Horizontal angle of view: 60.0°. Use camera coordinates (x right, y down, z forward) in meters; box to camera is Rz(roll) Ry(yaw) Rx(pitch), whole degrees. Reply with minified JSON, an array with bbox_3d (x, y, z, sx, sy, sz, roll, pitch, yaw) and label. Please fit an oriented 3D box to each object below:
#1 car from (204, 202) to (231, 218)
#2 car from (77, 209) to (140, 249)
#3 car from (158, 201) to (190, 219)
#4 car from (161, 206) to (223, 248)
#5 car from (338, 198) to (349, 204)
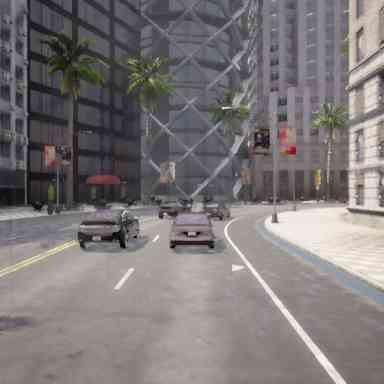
[{"bbox_3d":[1.936,1.534,27.824,1.812,1.442,4.674,0,0,18],"label":"car"},{"bbox_3d":[-3.500,1.496,14.650,2.128,1.511,4.902,0,0,0],"label":"car"},{"bbox_3d":[-1.397,1.517,28.890,1.837,1.490,4.892,0,0,18],"label":"car"},{"bbox_3d":[0.000,1.564,14.650,2.033,1.411,5.357,0,0,0],"label":"car"},{"bbox_3d":[30.080,1.560,62.468,4.718,1.301,1.895,0,0,-3],"label":"car"}]
